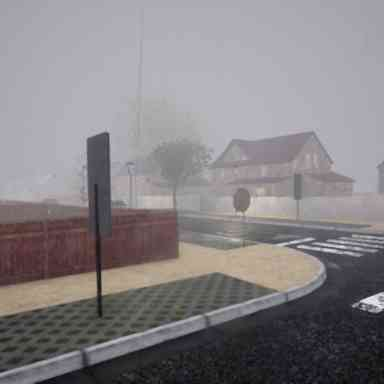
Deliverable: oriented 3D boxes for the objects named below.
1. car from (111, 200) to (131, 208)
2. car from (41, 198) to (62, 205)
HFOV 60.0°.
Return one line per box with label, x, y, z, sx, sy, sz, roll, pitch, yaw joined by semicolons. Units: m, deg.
car;-6.631;1.478;28.516;1.837;1.490;4.892;-2;1;-37
car;-19.182;1.566;45.338;1.882;1.535;5.008;-2;0;-37
